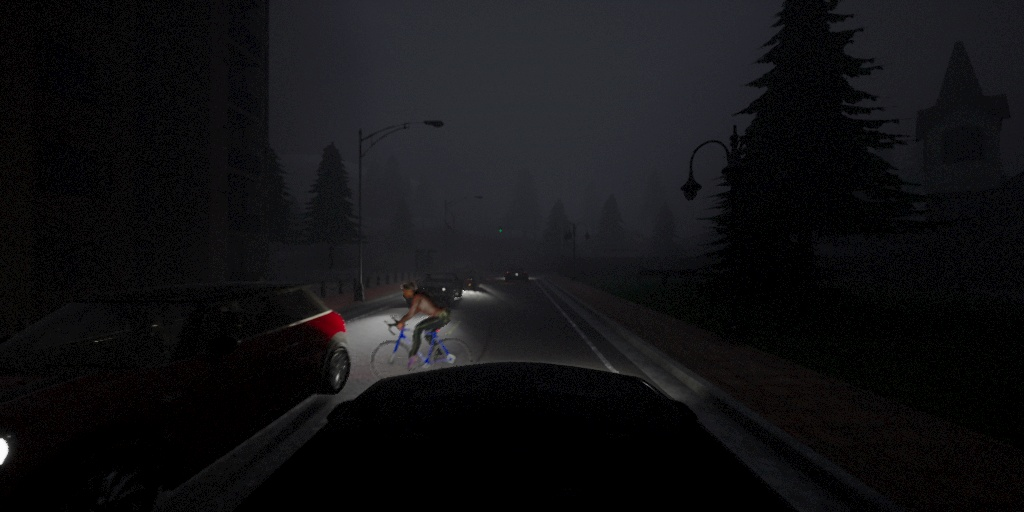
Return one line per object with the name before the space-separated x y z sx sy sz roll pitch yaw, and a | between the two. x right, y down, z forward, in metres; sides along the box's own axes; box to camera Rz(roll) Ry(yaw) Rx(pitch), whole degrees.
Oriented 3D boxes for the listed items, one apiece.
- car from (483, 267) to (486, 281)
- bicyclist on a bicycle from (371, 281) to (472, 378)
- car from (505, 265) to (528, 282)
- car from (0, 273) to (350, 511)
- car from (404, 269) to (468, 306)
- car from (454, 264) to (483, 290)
car | -3.238 1.414 30.190 2.128 1.511 4.902 0 0 1
bicyclist on a bicycle | -1.483 1.228 5.804 1.656 1.620 0.582 -2 0 1
car | 0.416 1.495 31.390 1.994 1.385 4.181 0 0 1
car | -3.592 1.114 3.686 2.097 1.767 4.553 0 0 1
car | -3.444 1.441 16.602 1.895 1.301 4.718 0 0 1
car | -3.266 1.449 23.824 1.994 1.385 4.181 0 0 1
